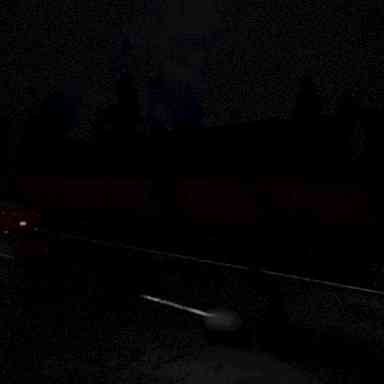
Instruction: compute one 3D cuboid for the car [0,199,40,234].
[{"bbox_3d":[-8.677,1.023,14.591,5.008,1.535,1.882,2,1,36],"label":"car"}]
